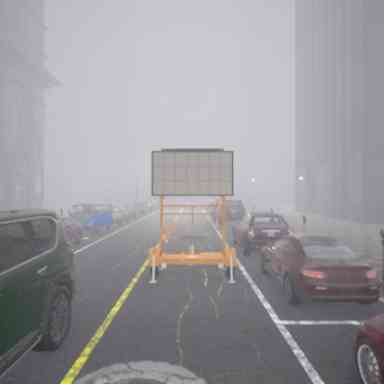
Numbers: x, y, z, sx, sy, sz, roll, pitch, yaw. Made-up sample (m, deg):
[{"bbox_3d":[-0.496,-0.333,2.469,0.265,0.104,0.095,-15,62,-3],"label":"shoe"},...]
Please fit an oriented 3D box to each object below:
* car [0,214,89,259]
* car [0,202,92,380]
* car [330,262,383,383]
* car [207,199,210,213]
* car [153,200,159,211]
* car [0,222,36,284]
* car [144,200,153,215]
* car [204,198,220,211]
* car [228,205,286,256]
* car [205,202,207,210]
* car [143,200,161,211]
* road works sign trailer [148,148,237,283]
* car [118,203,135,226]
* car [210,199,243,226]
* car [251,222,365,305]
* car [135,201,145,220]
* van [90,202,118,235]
[{"bbox_3d":[-5.745,1.665,13.585,1.802,1.307,4.206,0,0,0],"label":"car"},{"bbox_3d":[-2.984,1.242,3.320,2.150,2.045,5.566,0,0,0],"label":"car"},{"bbox_3d":[2.763,1.596,2.304,1.802,1.307,4.206,0,0,0],"label":"car"},{"bbox_3d":[2.804,1.507,30.486,2.192,1.841,5.009,0,0,0],"label":"car"},{"bbox_3d":[-5.703,1.834,41.767,1.947,1.339,4.313,0,0,0],"label":"car"},{"bbox_3d":[-5.754,1.599,7.948,2.008,1.369,4.403,0,0,0],"label":"car"},{"bbox_3d":[-5.711,1.796,36.131,1.947,1.339,4.313,0,0,0],"label":"car"},{"bbox_3d":[2.830,1.747,47.393,1.967,1.590,4.097,0,0,0],"label":"car"},{"bbox_3d":[2.779,1.523,13.578,1.967,1.590,4.097,0,0,0],"label":"car"},{"bbox_3d":[2.814,1.796,36.120,1.947,1.339,4.313,0,0,0],"label":"car"},{"bbox_3d":[-5.695,1.858,47.404,2.008,1.369,4.403,0,0,0],"label":"car"},{"bbox_3d":[0.014,0.524,9.841,2.380,3.560,2.880,0,0,0],"label":"road works sign trailer"},{"bbox_3d":[-5.729,1.679,24.688,1.752,1.417,4.829,0,0,0],"label":"car"},{"bbox_3d":[2.795,1.470,24.849,2.192,1.841,5.009,0,0,0],"label":"car"},{"bbox_3d":[2.771,1.630,7.941,1.802,1.307,4.206,0,0,0],"label":"car"},{"bbox_3d":[-5.720,1.774,30.494,1.802,1.307,4.206,0,0,0],"label":"car"},{"bbox_3d":[-5.738,1.459,19.223,1.690,1.788,3.998,0,0,0],"label":"van"}]
